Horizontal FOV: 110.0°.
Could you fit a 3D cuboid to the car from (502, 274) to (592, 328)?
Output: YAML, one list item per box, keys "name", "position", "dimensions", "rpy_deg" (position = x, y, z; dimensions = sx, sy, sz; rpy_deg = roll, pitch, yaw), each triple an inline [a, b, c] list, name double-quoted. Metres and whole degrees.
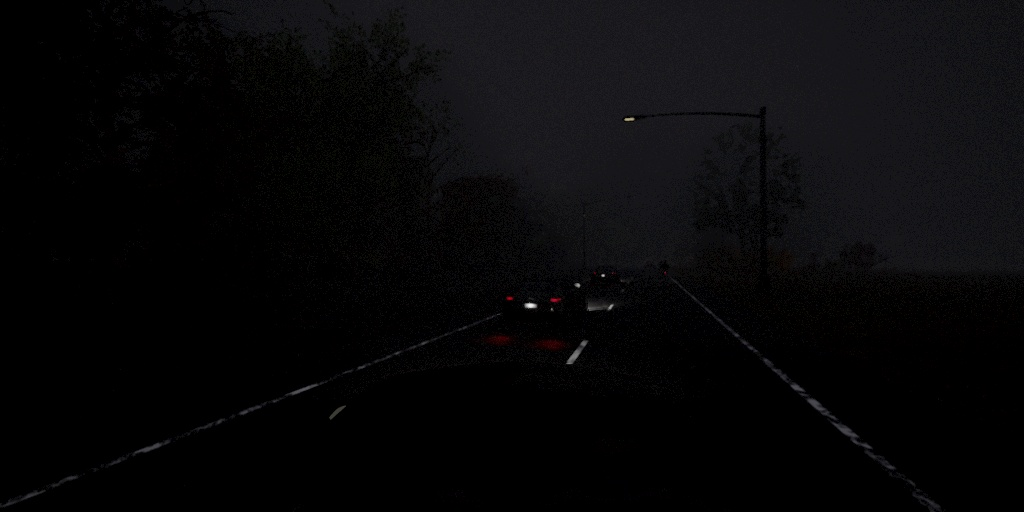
- name: "car"
  position: [1.227, 1.360, 11.823]
  dimensions: [1.994, 1.385, 4.181]
  rpy_deg: [0, 0, 21]

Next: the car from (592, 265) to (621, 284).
- name: "car"
  position: [7.433, 1.427, 28.283]
  dimensions: [1.994, 1.385, 4.181]
  rpy_deg: [0, 0, 21]

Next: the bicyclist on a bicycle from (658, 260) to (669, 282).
- name: "bicyclist on a bicycle"
  position: [12.379, 1.225, 29.019]
  dimensions: [0.659, 1.776, 1.843]
  rpy_deg: [0, 0, 21]
